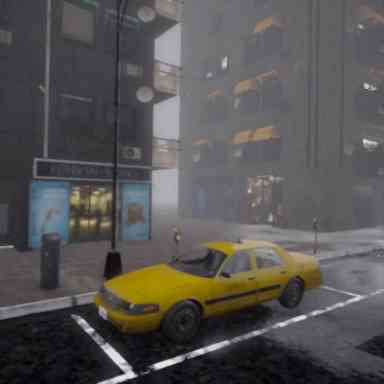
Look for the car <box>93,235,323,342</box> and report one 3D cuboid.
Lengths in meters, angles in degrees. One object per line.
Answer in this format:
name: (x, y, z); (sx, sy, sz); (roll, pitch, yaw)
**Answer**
car: (0.597, 1.564, 6.516); (4.829, 1.417, 1.752); (1, 0, -36)
